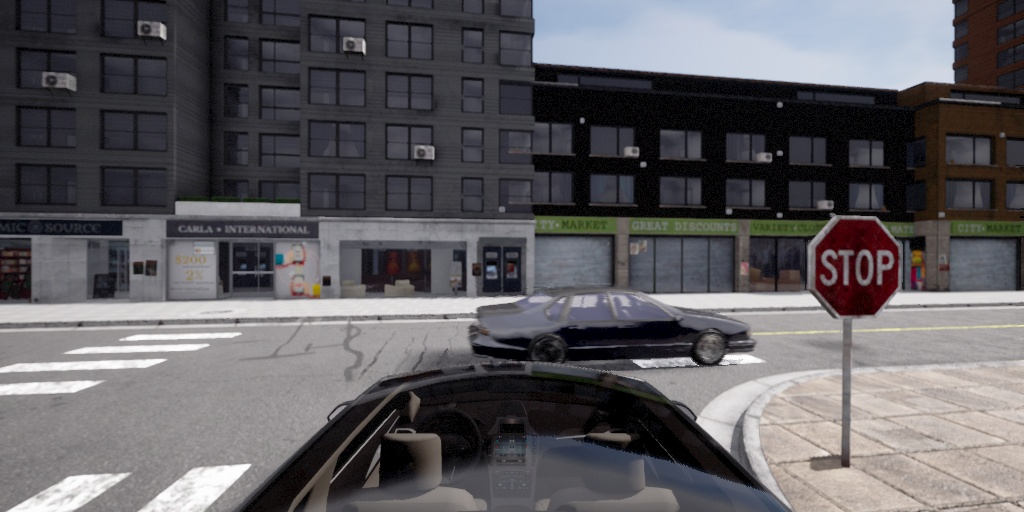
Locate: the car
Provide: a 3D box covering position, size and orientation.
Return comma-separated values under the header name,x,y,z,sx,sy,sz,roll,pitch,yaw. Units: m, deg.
name,x,y,z,sx,sy,sz,roll,pitch,yaw
car,1.811,1.299,7.105,5.357,1.411,2.033,0,0,-7
